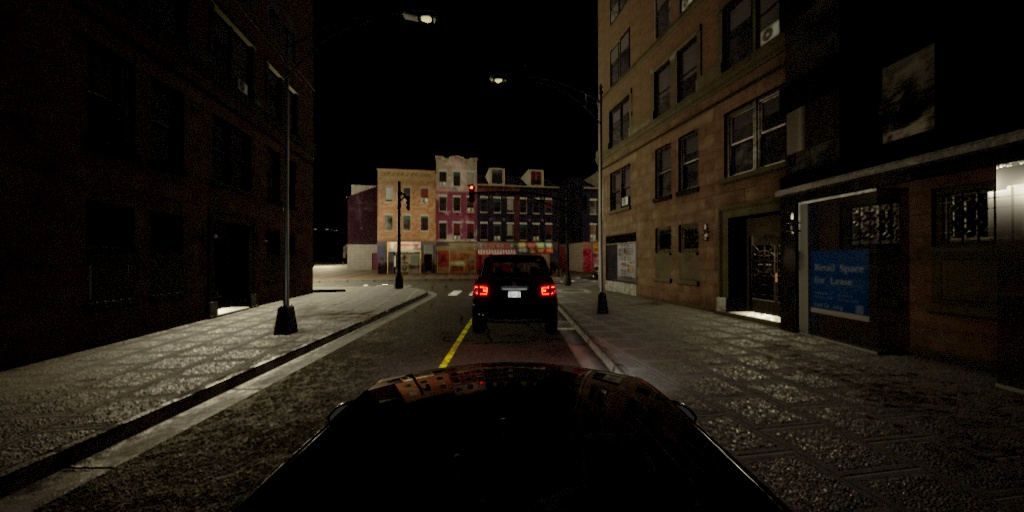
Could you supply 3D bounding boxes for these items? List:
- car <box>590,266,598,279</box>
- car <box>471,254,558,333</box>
[{"bbox_3d":[8.889,1.079,29.869,4.553,1.767,2.097,0,0,-10],"label":"car"},{"bbox_3d":[0.098,0.969,10.864,2.150,2.045,5.566,0,0,1],"label":"car"}]
